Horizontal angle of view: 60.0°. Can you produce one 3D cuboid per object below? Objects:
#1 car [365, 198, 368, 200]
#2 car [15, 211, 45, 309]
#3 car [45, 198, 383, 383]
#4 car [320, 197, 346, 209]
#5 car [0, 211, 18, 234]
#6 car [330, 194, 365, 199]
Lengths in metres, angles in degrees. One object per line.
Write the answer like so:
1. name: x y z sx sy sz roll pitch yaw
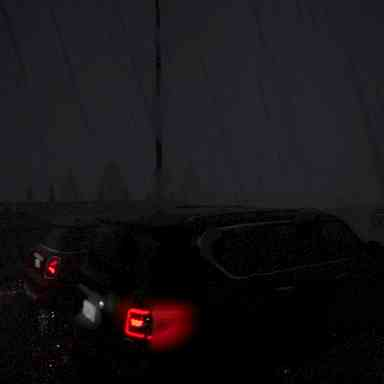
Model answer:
1. car: 39.717 1.994 77.299 1.882 1.535 5.008 0 -4 38
2. car: -1.202 1.353 7.507 4.553 1.767 2.097 0 0 -37
3. car: 1.132 1.223 4.820 5.566 2.045 2.150 0 0 -38
4. car: 19.914 1.561 46.702 2.128 1.511 4.902 0 0 38
5. car: -8.594 1.567 15.271 4.181 1.385 1.994 0 0 -38
6. car: 17.912 1.273 38.528 2.150 2.045 5.566 0 0 38
